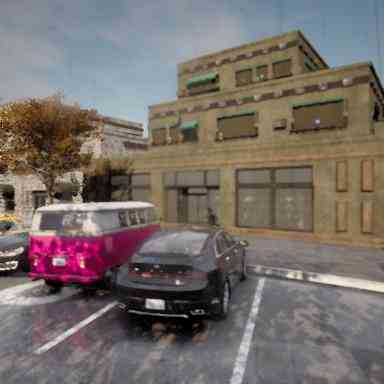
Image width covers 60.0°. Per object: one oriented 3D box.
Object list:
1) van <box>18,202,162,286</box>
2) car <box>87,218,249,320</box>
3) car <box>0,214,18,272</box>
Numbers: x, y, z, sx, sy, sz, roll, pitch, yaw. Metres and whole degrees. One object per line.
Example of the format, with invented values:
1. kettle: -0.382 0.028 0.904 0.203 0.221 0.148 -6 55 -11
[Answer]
1. van: -2.265 1.273 9.202 1.878 1.987 4.442 -1 -1 15
2. car: 0.081 1.477 7.385 2.231 1.521 4.892 -1 -1 15
3. car: -4.673 1.538 10.786 2.231 1.521 4.892 -1 -1 15
